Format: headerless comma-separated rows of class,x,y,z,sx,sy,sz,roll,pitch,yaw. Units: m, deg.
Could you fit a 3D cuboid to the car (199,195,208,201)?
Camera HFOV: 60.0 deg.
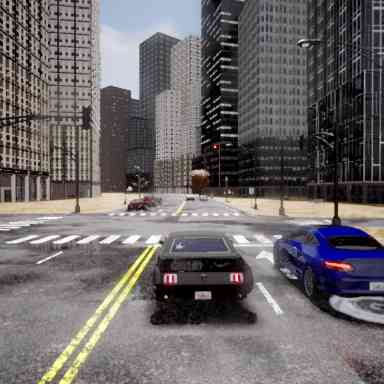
car,2.822,1.397,80.556,1.812,1.442,4.674,0,0,-4

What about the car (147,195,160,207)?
car,-6.520,1.299,50.599,2.097,1.767,4.553,0,0,0

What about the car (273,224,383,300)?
car,3.354,1.523,8.254,1.812,1.442,4.674,0,0,1

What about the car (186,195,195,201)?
car,-0.427,1.469,80.443,1.895,1.301,4.718,0,0,-4

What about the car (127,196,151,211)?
car,-6.535,1.530,40.350,1.994,1.385,4.181,0,0,0

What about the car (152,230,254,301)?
car,0.111,1.598,8.286,1.895,1.301,4.718,0,0,-3

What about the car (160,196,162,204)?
car,-6.502,1.416,60.890,2.128,1.511,4.902,0,0,0
